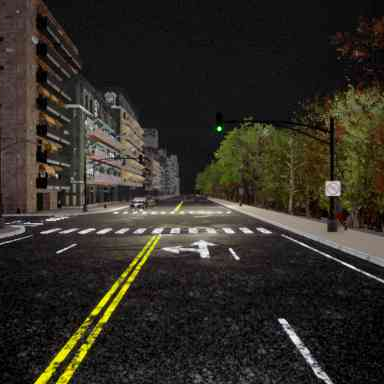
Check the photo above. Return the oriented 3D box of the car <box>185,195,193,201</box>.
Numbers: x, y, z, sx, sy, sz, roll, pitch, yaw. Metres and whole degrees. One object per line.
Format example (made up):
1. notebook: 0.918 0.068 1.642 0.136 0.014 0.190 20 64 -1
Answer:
1. car: -0.729 1.492 84.912 1.812 1.442 4.674 0 0 0

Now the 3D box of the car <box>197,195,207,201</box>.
1. car: 2.520 1.493 84.940 2.128 1.511 4.902 0 0 0

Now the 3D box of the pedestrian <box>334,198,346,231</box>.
1. pedestrian: 7.817 1.143 17.766 0.375 1.860 0.375 0 0 0

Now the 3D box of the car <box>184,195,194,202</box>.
1. car: -0.641 1.546 74.489 2.128 1.511 4.902 0 0 0

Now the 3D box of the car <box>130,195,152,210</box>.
1. car: -6.978 1.501 44.057 2.128 1.511 4.902 0 0 0

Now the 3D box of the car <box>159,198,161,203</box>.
1. car: -7.099 1.622 64.121 1.895 1.301 4.718 0 0 0

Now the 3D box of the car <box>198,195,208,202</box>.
1. car: 2.610 1.547 74.520 2.128 1.511 4.902 0 0 0

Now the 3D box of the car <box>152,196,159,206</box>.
1. car: -7.052 1.366 53.861 2.097 1.767 4.553 0 0 -1
